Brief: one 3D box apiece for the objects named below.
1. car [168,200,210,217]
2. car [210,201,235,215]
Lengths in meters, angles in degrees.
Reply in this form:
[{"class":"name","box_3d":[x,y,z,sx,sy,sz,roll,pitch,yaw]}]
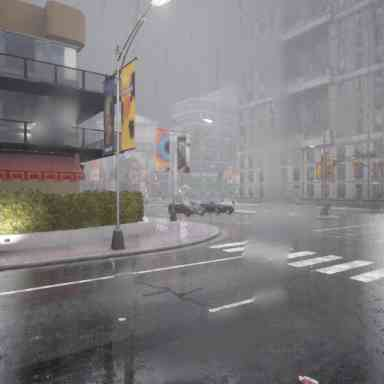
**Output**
[{"class":"car","box_3d":[-0.624,1.526,32.087,1.812,1.442,4.674,0,0,-35]},{"class":"car","box_3d":[2.227,1.601,34.117,1.895,1.301,4.718,0,0,-35]}]
